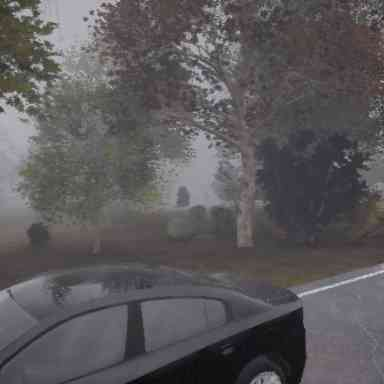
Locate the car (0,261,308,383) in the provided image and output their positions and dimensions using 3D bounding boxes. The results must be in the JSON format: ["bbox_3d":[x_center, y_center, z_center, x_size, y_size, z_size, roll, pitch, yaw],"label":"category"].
[{"bbox_3d":[-1.079,1.478,2.914,5.008,1.535,1.882,0,0,-35],"label":"car"}]
